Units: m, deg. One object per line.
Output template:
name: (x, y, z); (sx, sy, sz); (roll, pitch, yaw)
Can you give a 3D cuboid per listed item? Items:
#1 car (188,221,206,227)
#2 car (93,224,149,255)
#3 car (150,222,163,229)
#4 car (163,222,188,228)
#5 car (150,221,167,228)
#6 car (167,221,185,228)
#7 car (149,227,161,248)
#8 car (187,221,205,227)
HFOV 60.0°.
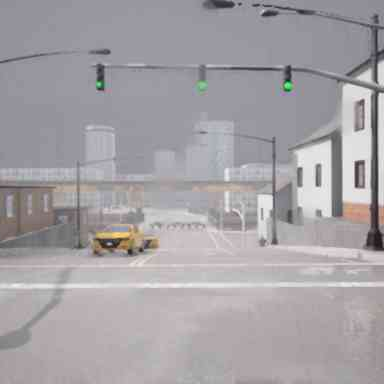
car: (1.155, 8.583, 87.940); (4.974, 1.542, 2.038); (0, 1, 28)
car: (-3.710, 2.421, 17.502); (1.882, 1.535, 5.008); (-1, -8, 0)
car: (-8.807, 8.657, 86.991); (4.974, 1.542, 2.038); (0, 1, 43)
car: (-4.200, 8.626, 87.070); (4.974, 1.542, 2.038); (-1, 1, -37)
car: (-8.846, 8.500, 87.024); (4.536, 1.218, 1.853); (0, 1, 43)
car: (-4.159, 8.468, 87.100); (4.536, 1.218, 1.853); (-1, 1, -37)
car: (-3.892, 4.489, 29.861); (1.882, 1.535, 5.008); (-1, -14, -1)
car: (1.108, 8.425, 87.962); (4.536, 1.218, 1.853); (0, 1, 28)
